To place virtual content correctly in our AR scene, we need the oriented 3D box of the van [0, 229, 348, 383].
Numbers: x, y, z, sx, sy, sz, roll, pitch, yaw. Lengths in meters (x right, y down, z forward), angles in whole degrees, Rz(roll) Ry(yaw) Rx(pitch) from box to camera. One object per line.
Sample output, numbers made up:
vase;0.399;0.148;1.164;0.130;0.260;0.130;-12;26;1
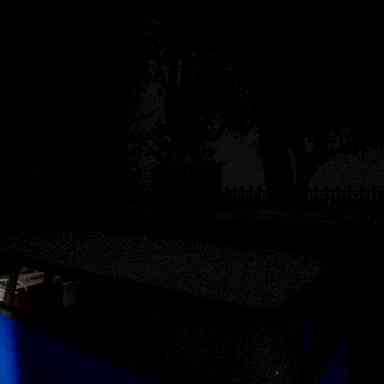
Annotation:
van;-0.649;1.341;3.174;3.998;1.788;1.690;0;0;35
